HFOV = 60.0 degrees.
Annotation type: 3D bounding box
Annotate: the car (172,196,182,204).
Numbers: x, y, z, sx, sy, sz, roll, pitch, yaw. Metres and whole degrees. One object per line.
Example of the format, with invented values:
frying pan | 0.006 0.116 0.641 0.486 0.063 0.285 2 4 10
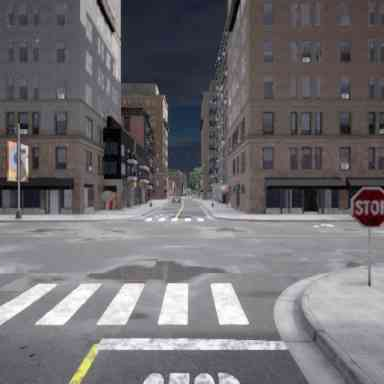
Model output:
car | -3.170 1.598 69.114 2.128 1.511 4.902 0 0 -2
